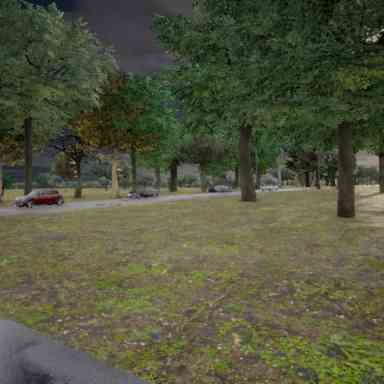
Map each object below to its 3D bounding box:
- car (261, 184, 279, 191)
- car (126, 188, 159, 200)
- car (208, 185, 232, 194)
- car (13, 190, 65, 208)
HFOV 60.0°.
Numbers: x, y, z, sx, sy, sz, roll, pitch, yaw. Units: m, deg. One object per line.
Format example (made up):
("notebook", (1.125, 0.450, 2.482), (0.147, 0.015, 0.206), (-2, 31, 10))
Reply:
("car", (15.494, -0.862, 66.006), (1.895, 1.301, 4.718), (-1, 2, 37))
("car", (-6.429, 0.181, 43.587), (2.128, 1.511, 4.902), (-1, 2, 38))
("car", (4.900, -0.449, 58.187), (2.033, 1.411, 5.357), (-1, 2, 38))
("car", (-14.963, 0.590, 32.513), (2.097, 1.767, 4.553), (-1, 2, 38))
